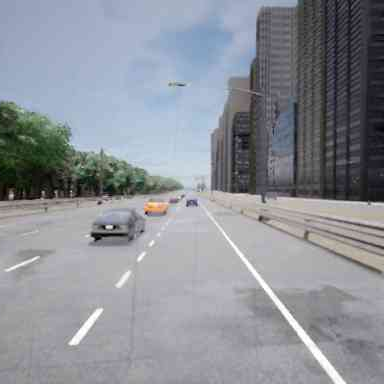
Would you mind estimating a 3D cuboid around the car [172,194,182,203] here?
[{"bbox_3d":[-3.703,1.604,68.249,2.033,1.411,5.357,0,0,0],"label":"car"}]

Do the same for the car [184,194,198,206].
[{"bbox_3d":[-0.031,1.565,56.021,1.812,1.442,4.674,0,0,0],"label":"car"}]

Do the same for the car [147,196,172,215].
[{"bbox_3d":[-3.543,1.348,34.239,2.097,1.767,4.553,0,0,0],"label":"car"}]

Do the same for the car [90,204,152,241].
[{"bbox_3d":[-3.505,1.537,16.584,2.033,1.411,5.357,0,0,0],"label":"car"}]

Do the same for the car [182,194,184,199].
[{"bbox_3d":[-3.856,1.711,88.735,1.895,1.301,4.718,0,0,0],"label":"car"}]
